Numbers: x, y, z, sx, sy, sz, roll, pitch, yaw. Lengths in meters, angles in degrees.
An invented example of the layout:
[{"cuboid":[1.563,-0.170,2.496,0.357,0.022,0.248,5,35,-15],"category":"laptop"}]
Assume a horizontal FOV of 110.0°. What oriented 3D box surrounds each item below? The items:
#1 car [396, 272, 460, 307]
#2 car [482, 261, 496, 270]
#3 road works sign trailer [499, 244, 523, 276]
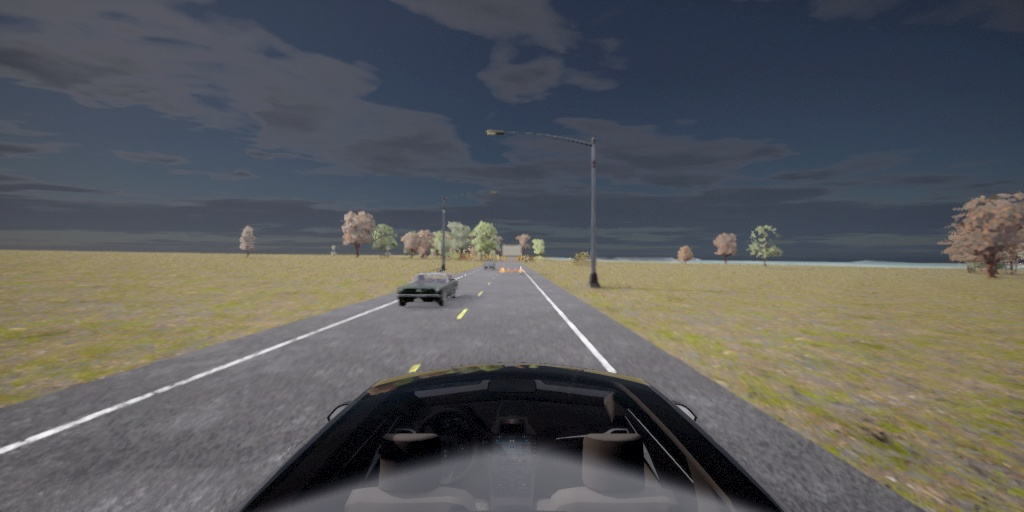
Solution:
[{"cuboid":[-3.600,1.412,16.021,1.895,1.301,4.718,0,0,0],"category":"car"},{"cuboid":[-3.549,1.488,56.741,1.837,1.490,4.892,0,0,1],"category":"car"},{"cuboid":[-0.006,0.383,40.766,2.380,3.560,2.880,0,0,0],"category":"road works sign trailer"}]
